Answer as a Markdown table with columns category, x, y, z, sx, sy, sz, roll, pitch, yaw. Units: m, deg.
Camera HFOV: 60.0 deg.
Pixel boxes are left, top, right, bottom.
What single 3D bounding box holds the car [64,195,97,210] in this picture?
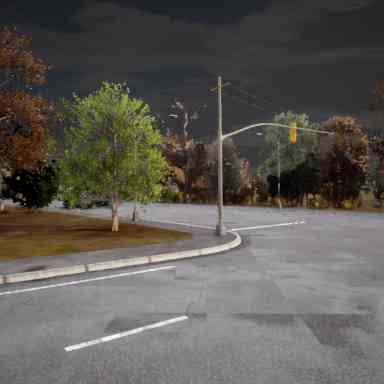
| category | x | y | z | sx | sy | sz | roll | pitch | yaw |
| --- | --- | --- | --- | --- | --- | --- | --- | --- | --- |
| car | -14.645 | 1.145 | 42.622 | 2.150 | 2.045 | 5.566 | -1 | 0 | -39 |

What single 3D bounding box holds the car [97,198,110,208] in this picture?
| category | x | y | z | sx | sy | sz | roll | pitch | yaw |
| --- | --- | --- | --- | --- | --- | --- | --- | --- | --- |
| car | -12.260 | 1.484 | 45.250 | 1.895 | 1.301 | 4.718 | -1 | 0 | -39 |
